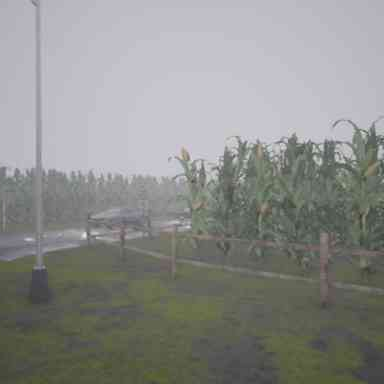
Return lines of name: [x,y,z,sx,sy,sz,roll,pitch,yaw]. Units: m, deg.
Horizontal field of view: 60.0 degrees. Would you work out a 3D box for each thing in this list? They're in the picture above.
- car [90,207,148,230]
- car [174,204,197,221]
car: [-4.796,1.680,21.874,1.994,1.385,4.181,-1,-1,37]
car: [0.725,1.728,29.402,2.033,1.411,5.357,-1,-1,36]
